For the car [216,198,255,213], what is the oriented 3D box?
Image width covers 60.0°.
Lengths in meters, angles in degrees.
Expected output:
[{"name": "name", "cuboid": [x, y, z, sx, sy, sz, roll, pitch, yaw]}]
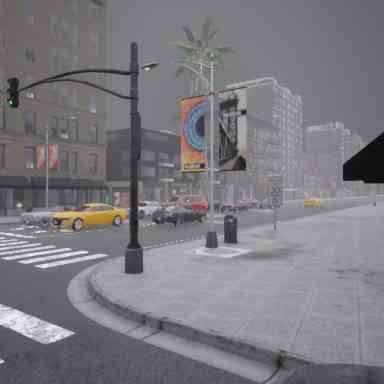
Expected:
[{"name": "car", "cuboid": [5.009, 1.656, 37.610, 1.895, 1.301, 4.718, 0, 0, 35]}]

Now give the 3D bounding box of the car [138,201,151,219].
[{"name": "car", "cuboid": [-4.147, 1.555, 30.262, 1.812, 1.442, 4.674, 0, 0, 35]}]

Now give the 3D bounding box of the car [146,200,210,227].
[{"name": "car", "cuboid": [-0.810, 1.557, 23.376, 1.812, 1.442, 4.674, 0, 0, 35]}]

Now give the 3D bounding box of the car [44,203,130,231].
[{"name": "car", "cuboid": [-6.477, 1.496, 21.308, 1.882, 1.535, 5.008, 0, 0, 35]}]

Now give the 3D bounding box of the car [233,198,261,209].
[{"name": "car", "cuboid": [7.803, 1.578, 47.106, 1.837, 1.490, 4.892, 0, 0, 37]}]

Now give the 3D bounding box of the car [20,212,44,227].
[{"name": "car", "cuboid": [-9.240, 1.615, 23.047, 1.895, 1.301, 4.718, 0, 0, 35]}]

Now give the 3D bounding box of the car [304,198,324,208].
[{"name": "car", "cuboid": [18.858, 1.585, 51.283, 1.882, 1.535, 5.008, 0, 0, 35]}]

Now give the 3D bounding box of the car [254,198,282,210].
[{"name": "car", "cuboid": [10.851, 1.584, 45.823, 1.837, 1.490, 4.892, 0, 0, 36]}]

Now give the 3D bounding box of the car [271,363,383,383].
[{"name": "car", "cuboid": [2.226, 1.551, 1.260, 4.403, 1.369, 2.008, 0, 0, 35]}]

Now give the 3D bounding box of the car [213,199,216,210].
[{"name": "car", "cuboid": [1.759, 1.527, 38.644, 1.882, 1.535, 5.008, 0, 0, 35]}]

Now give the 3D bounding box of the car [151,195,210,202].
[{"name": "car", "cuboid": [-0.754, 1.257, 29.442, 2.150, 2.045, 5.566, 0, 0, 35]}]
